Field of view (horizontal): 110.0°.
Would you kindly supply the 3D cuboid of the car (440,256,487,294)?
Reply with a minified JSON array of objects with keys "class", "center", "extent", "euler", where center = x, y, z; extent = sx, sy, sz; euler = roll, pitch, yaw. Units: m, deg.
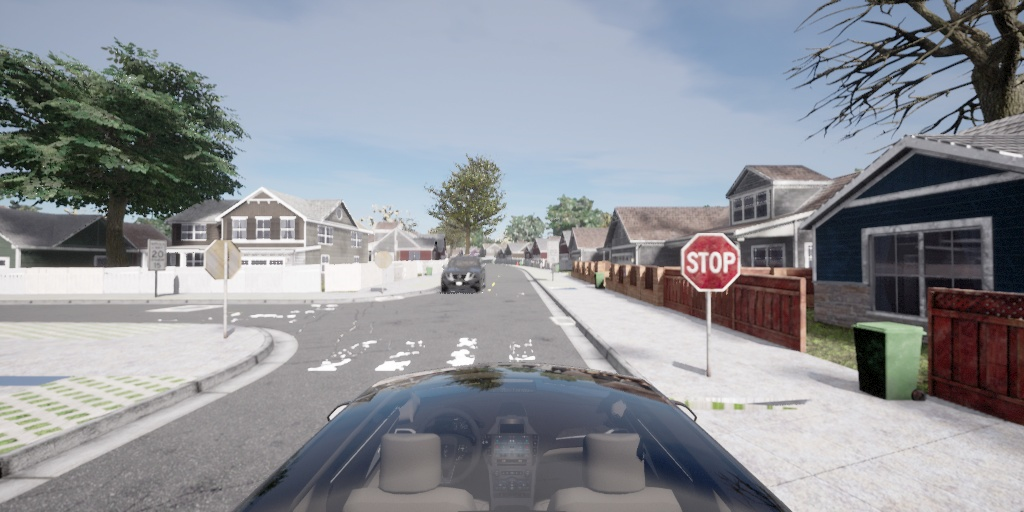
[{"class":"car","center":[-2.717,1.044,21.198],"extent":[2.150,2.045,5.566],"euler":[0,0,0]}]
